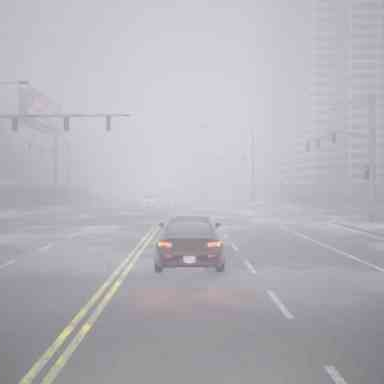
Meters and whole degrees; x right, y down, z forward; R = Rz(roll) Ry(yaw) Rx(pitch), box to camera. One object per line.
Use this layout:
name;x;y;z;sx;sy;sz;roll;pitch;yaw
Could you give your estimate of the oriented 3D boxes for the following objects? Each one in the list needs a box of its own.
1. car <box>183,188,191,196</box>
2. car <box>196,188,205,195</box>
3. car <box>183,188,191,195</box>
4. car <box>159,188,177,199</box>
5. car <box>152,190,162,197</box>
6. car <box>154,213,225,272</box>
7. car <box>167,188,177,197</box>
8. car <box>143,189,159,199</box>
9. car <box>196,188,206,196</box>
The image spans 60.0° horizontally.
car;-1.112;0.340;80.213;1.895;1.301;4.718;0;1;-1
car;2.248;-0.216;90.158;2.097;1.767;4.553;0;1;-1
car;-1.251;-0.213;90.109;2.097;1.767;4.553;0;1;-1
car;-4.386;0.261;62.044;2.150;2.045;5.566;0;1;0
car;-8.075;0.327;77.526;1.812;1.442;4.674;0;1;-1
car;-0.072;1.368;10.051;1.812;1.442;4.674;0;1;0
car;-4.580;0.020;77.860;2.150;2.045;5.566;0;1;-1
car;-7.883;0.644;62.024;1.895;1.301;4.718;0;1;0
car;2.393;0.274;79.878;2.128;1.511;4.902;0;1;-1
